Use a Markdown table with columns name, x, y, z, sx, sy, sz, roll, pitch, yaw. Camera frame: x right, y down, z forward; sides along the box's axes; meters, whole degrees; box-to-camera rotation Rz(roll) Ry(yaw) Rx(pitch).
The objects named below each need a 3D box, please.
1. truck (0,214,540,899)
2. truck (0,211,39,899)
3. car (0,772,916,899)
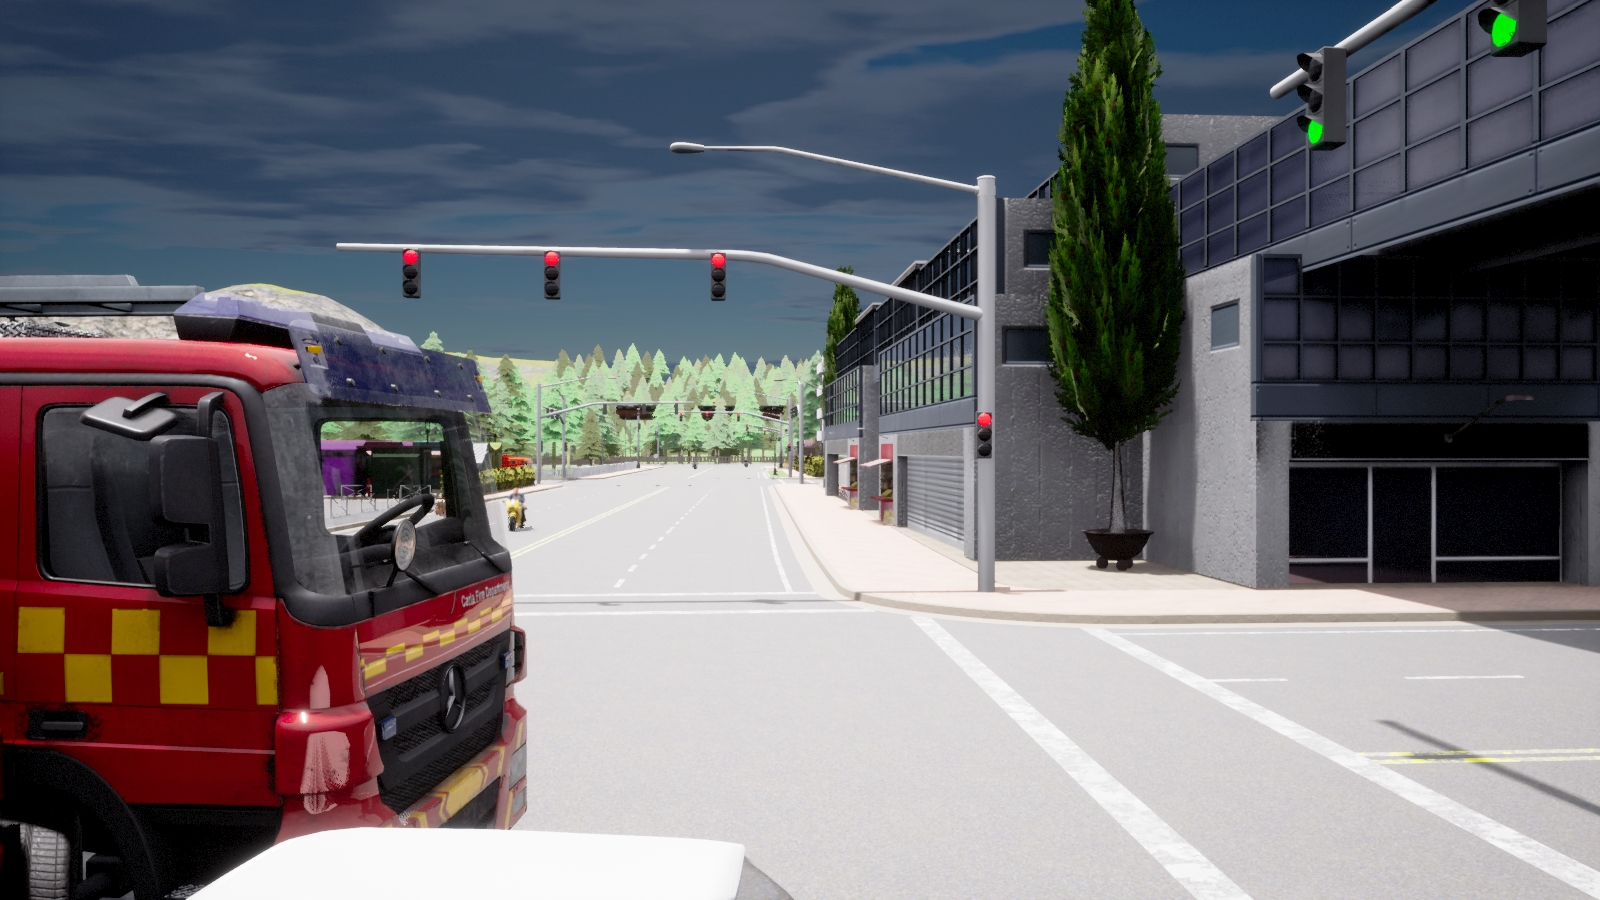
| name | x | y | z | sx | sy | sz | roll | pitch | yaw |
| --- | --- | --- | --- | --- | --- | --- | --- | --- | --- |
| truck | -6.102 | 0.890 | 6.659 | 8.468 | 3.827 | 2.891 | 0 | 0 | 4 |
| truck | -7.587 | 0.890 | 3.490 | 8.468 | 3.827 | 2.891 | 0 | 0 | -3 |
| car | -1.549 | 2.065 | 3.579 | 3.806 | 1.475 | 1.970 | 0 | 0 | 5 |
